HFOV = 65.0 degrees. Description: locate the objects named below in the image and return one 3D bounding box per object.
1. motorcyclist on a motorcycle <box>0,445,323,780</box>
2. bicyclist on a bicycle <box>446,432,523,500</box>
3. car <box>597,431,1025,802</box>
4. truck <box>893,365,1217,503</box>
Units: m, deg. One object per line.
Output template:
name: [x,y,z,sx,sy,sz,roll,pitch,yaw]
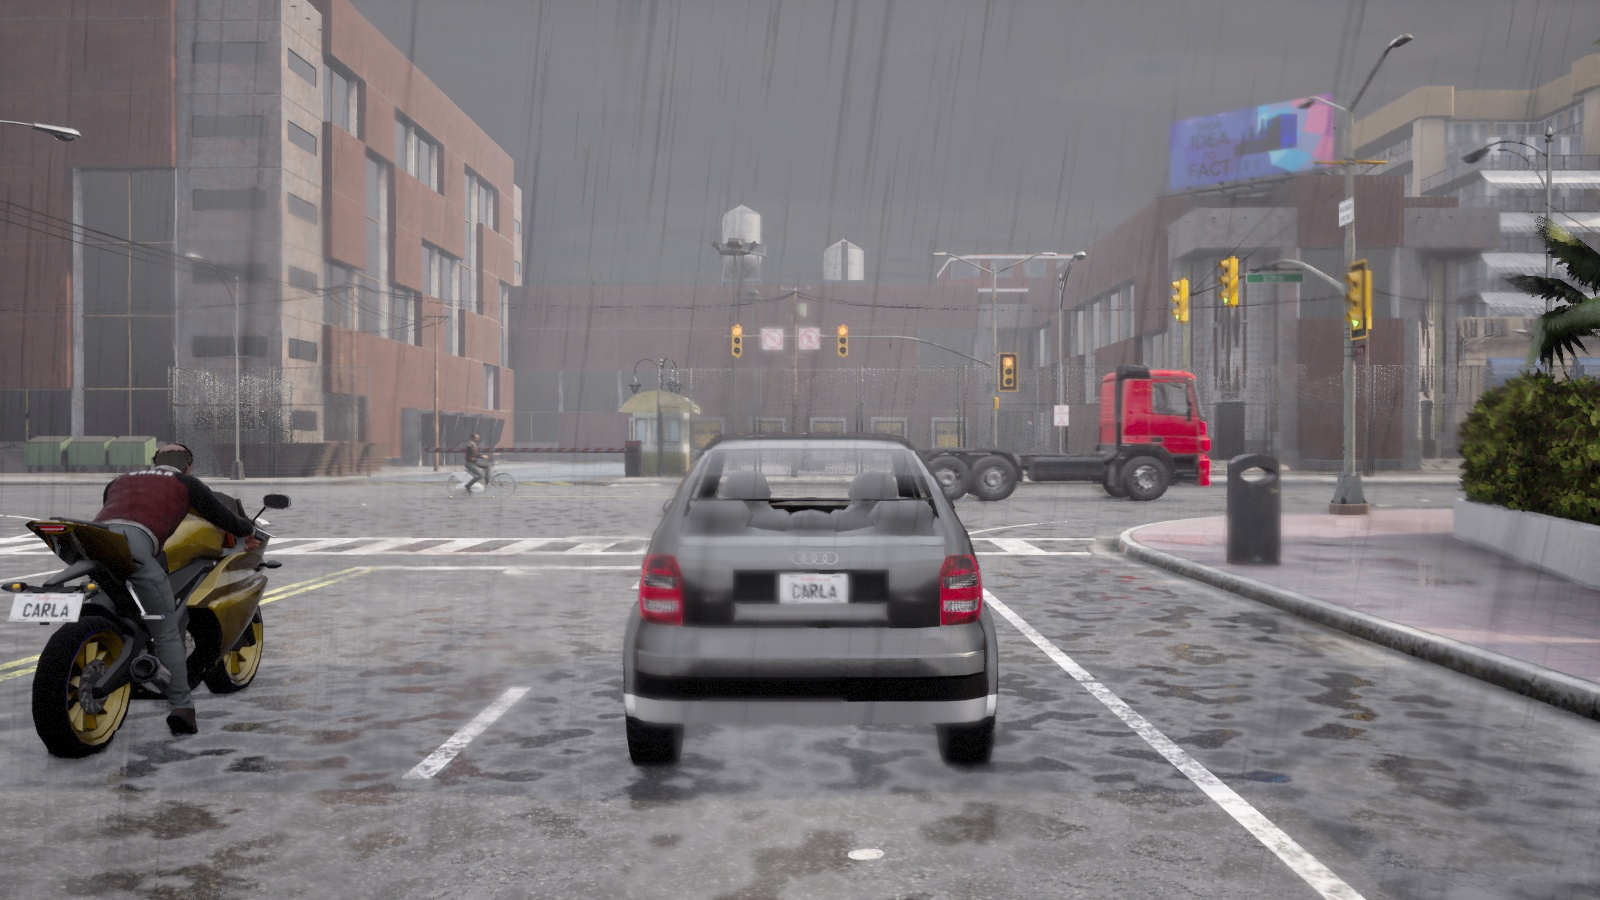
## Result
motorcyclist on a motorcycle: [-3.454,0.740,6.842,0.866,1.530,2.191,0,0,0]
bicyclist on a bicycle: [-8.349,0.422,33.273,1.843,1.776,0.659,0,0,1]
car: [0.051,0.685,7.106,1.789,1.549,3.705,0,0,0]
truck: [6.523,-0.417,33.067,7.936,3.462,2.891,0,0,1]
